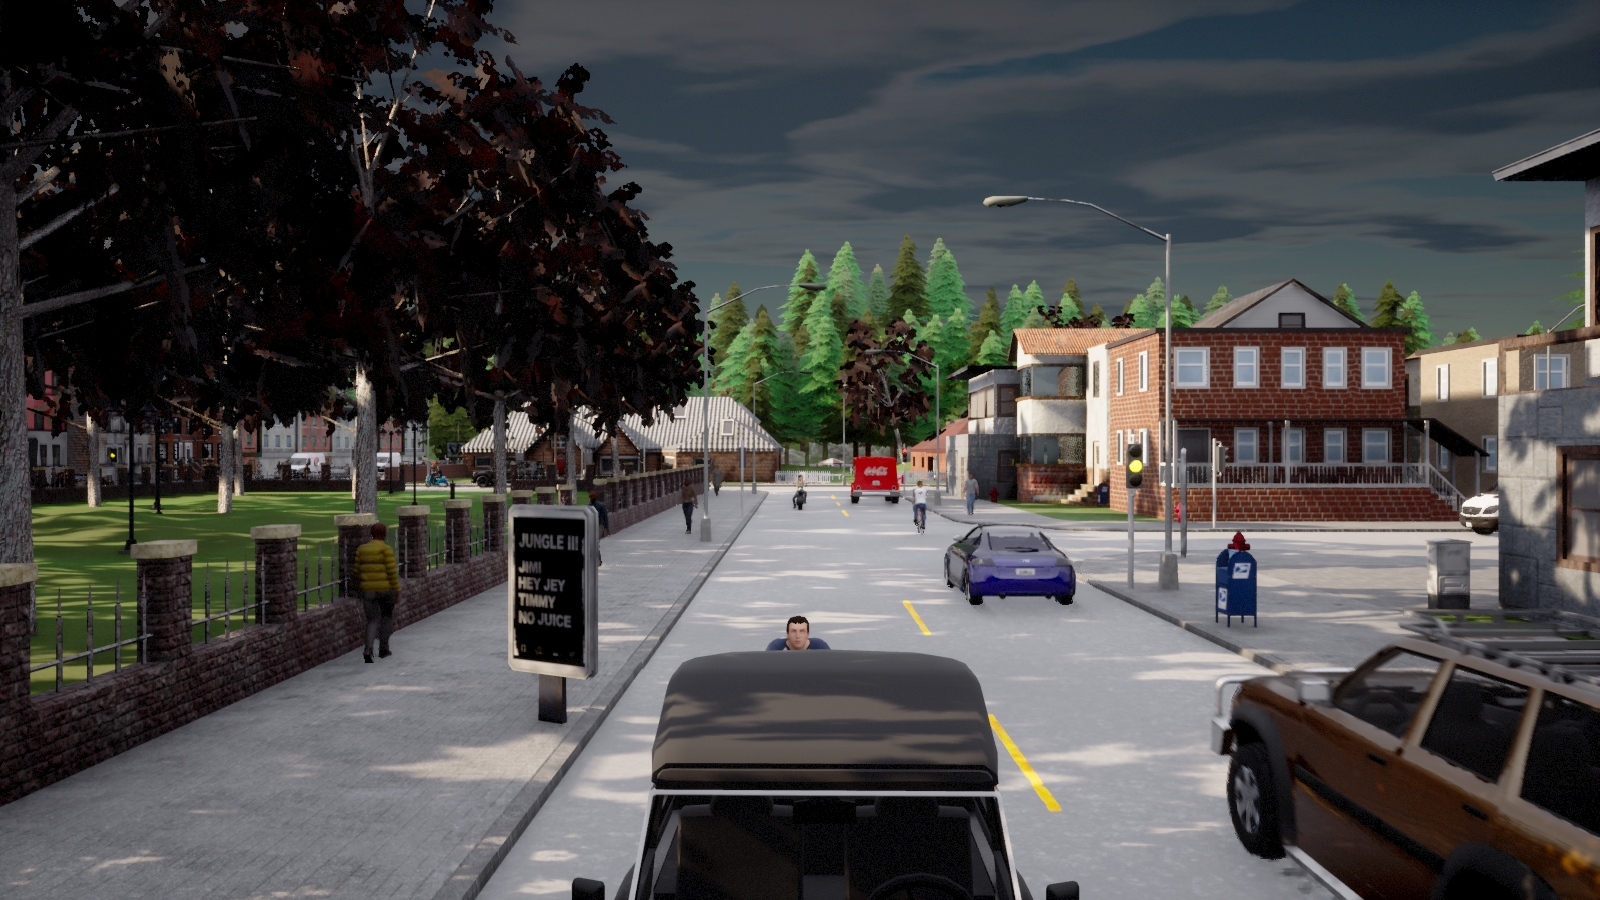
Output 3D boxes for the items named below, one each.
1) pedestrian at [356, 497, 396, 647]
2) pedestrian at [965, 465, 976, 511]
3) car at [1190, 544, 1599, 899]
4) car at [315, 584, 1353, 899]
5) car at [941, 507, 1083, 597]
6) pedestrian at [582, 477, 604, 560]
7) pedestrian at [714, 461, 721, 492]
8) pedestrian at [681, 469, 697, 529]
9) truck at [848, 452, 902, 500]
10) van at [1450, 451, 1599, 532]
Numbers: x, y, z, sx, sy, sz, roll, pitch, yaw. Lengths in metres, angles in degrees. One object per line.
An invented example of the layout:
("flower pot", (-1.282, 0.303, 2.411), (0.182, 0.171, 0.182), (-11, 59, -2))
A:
("pedestrian", (-5.361, 1.531, 14.455), (0.375, 1.860, 0.375), (0, 0, 0))
("pedestrian", (6.969, 1.535, 46.714), (0.375, 1.860, 0.375), (0, 0, 15))
("car", (3.944, 1.647, 6.414), (1.932, 1.855, 4.605), (0, 0, 0))
("car", (0.090, 1.640, 4.031), (1.905, 1.878, 3.866), (0, 0, 1))
("car", (4.000, 1.908, 22.274), (1.994, 1.385, 4.181), (0, 0, 0))
("pedestrian", (-4.666, 1.536, 25.807), (0.375, 1.860, 0.375), (0, 0, 12))
("pedestrian", (-4.837, 1.552, 66.968), (0.375, 1.860, 0.375), (0, 0, -5))
("pedestrian", (-3.501, 1.540, 36.081), (0.375, 1.860, 0.375), (0, 0, 18))
("truck", (3.969, 1.372, 61.570), (2.627, 2.467, 5.204), (0, 0, 1))
("van", (24.712, 1.329, 37.232), (5.915, 2.561, 1.988), (0, 0, 0))
